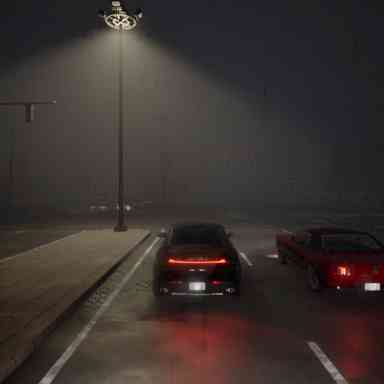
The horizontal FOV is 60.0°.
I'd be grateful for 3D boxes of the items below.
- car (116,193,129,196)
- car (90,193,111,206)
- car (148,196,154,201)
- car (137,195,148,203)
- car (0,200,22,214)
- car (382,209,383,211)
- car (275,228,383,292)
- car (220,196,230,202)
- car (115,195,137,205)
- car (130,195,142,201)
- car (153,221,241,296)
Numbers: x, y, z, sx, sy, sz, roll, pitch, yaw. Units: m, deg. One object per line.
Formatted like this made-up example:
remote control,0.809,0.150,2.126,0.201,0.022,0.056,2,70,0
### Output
car,-14.557,1.224,70.167,2.150,2.045,5.566,0,0,0
car,-14.747,1.221,54.177,2.150,2.045,5.566,0,0,1
car,-10.922,1.586,84.955,1.895,1.301,4.718,0,0,1
car,-11.058,1.499,69.977,1.837,1.490,4.892,0,0,0
car,-20.122,1.563,34.672,4.181,1.385,1.994,0,0,-14
car,21.049,1.600,31.933,4.718,1.301,1.895,0,0,1
car,3.629,1.601,8.850,1.895,1.301,4.718,0,0,1
car,7.477,1.552,74.755,1.994,1.385,4.181,0,0,0
car,-11.228,1.600,56.650,1.895,1.301,4.718,0,0,1
car,-14.415,1.532,85.485,2.033,1.411,5.357,0,0,1
car,0.126,1.505,8.606,1.837,1.490,4.892,0,0,1
